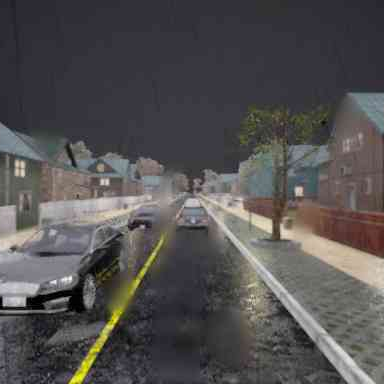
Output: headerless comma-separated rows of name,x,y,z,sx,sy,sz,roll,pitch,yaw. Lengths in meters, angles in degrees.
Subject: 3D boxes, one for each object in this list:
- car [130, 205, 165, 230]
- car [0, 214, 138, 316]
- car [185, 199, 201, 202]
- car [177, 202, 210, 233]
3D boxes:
car,-2.750,1.553,21.186,2.033,1.411,5.357,0,0,0
car,-2.815,1.495,7.766,2.128,1.511,4.902,0,0,0
car,0.085,1.529,40.503,1.812,1.442,4.674,0,0,0
car,0.072,1.553,19.586,2.033,1.411,5.357,0,0,0
